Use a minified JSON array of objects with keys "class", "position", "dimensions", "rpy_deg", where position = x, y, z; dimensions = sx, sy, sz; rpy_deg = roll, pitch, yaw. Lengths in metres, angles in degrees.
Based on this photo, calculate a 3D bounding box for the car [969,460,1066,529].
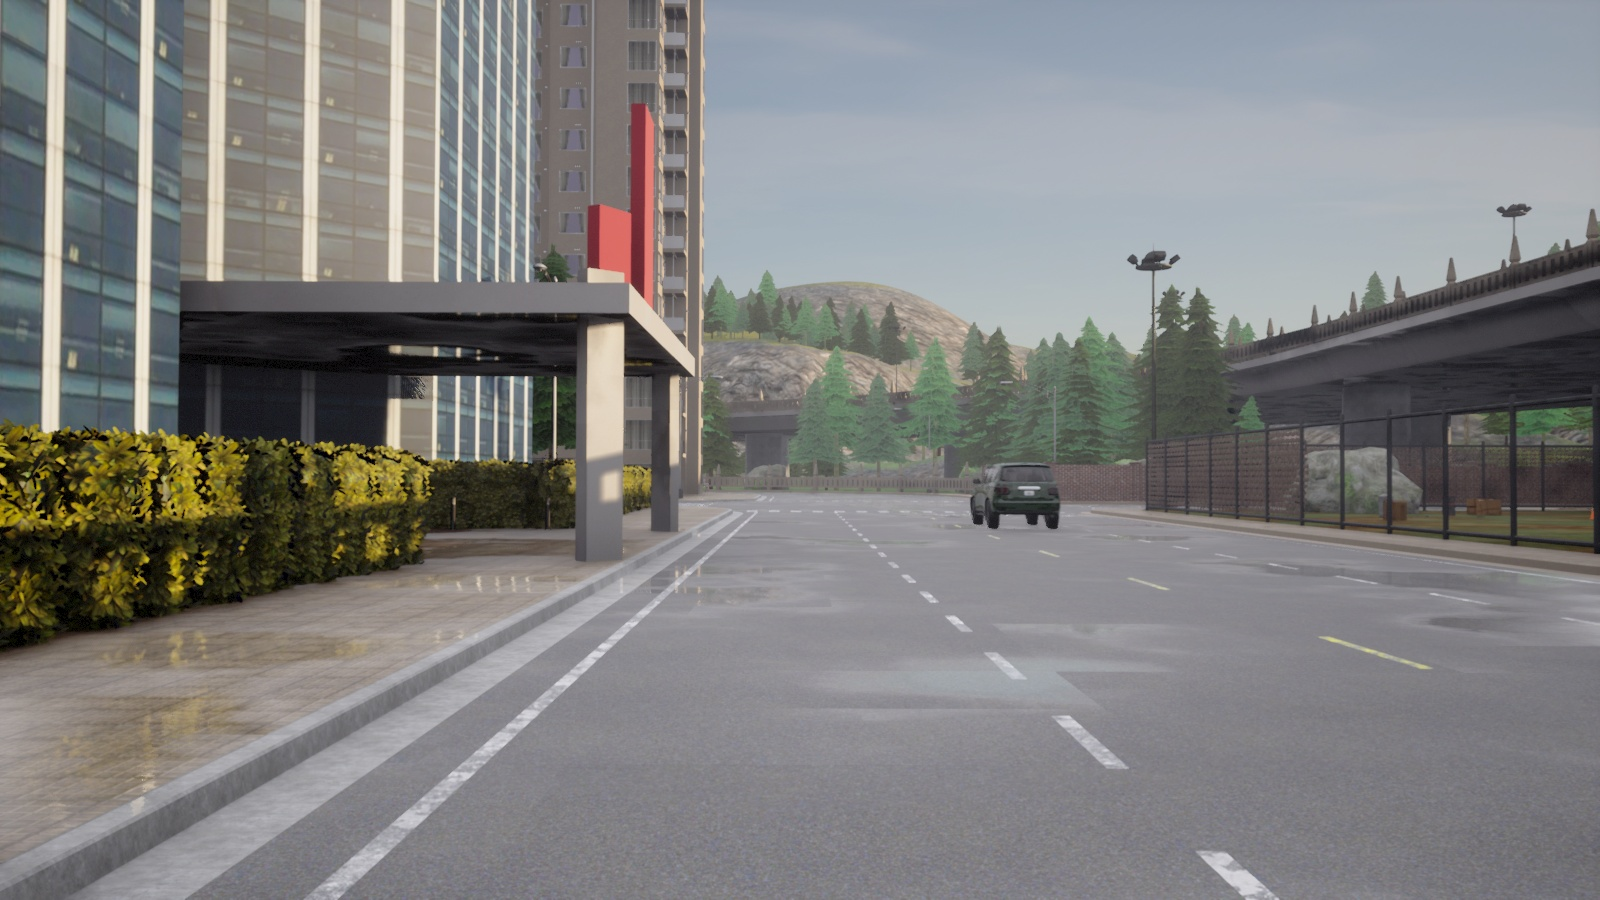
[{"class":"car","position":[6.892,1.397,40.456],"dimensions":[2.150,2.045,5.566],"rpy_deg":[0,-1,0]}]
